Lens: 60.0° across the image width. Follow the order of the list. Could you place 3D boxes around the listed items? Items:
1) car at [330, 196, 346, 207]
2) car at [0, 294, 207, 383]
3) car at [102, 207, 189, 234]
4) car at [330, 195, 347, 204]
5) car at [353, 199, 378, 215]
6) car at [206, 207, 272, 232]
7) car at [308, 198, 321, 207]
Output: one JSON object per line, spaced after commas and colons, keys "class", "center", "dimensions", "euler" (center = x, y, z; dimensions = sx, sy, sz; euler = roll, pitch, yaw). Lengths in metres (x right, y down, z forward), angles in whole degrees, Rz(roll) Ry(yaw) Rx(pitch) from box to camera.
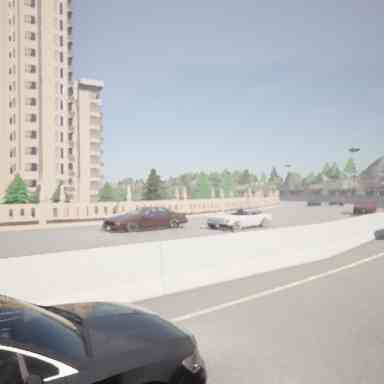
{"class": "car", "center": [24.049, 1.710, 55.271], "dimensions": [1.994, 1.385, 4.181], "euler": [0, -1, 19]}
{"class": "car", "center": [-2.110, 1.520, 2.400], "dimensions": [4.892, 1.490, 1.837], "euler": [0, 0, -36]}
{"class": "car", "center": [-2.641, 1.599, 20.126], "dimensions": [5.357, 1.411, 2.033], "euler": [0, 0, -42]}
{"class": "car", "center": [31.319, 1.594, 71.236], "dimensions": [2.097, 1.767, 4.553], "euler": [0, -1, 8]}
{"class": "car", "center": [17.412, 1.505, 33.312], "dimensions": [1.882, 1.535, 5.008], "euler": [0, 0, 32]}
{"class": "car", "center": [3.011, 1.632, 20.767], "dimensions": [1.895, 1.301, 4.718], "euler": [0, 0, 44]}
{"class": "car", "center": [20.162, 1.727, 54.727], "dimensions": [1.994, 1.385, 4.181], "euler": [0, 0, 20]}
